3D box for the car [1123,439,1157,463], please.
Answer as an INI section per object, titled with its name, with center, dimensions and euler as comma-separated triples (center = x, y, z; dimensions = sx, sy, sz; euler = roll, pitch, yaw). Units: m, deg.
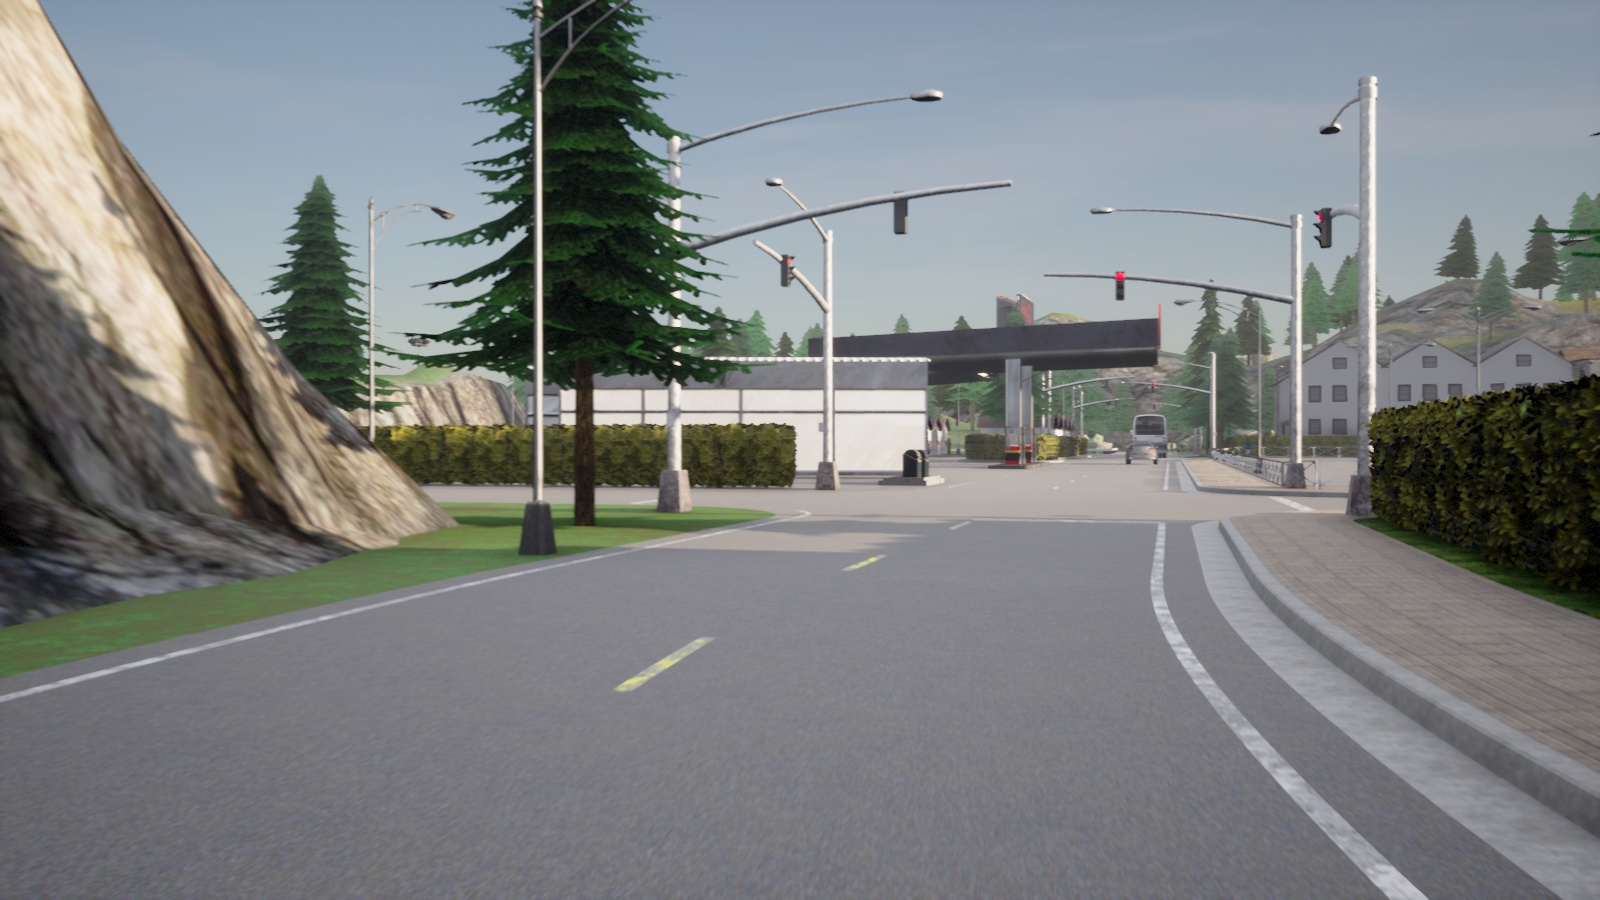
[car]
center = 23.783, 0.067, 87.742
dimensions = 2.152, 1.651, 5.027
euler = 0, 0, 16
